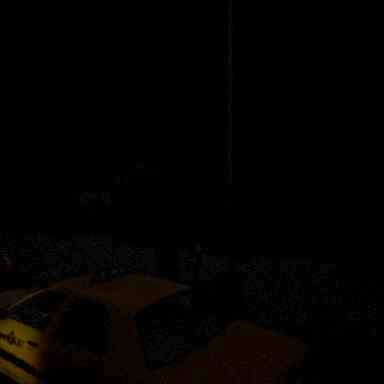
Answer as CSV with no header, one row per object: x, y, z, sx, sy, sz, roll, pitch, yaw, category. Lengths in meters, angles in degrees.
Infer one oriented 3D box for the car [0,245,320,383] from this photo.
-1.123,1.522,3.882,4.829,1.417,1.752,0,0,35,car
